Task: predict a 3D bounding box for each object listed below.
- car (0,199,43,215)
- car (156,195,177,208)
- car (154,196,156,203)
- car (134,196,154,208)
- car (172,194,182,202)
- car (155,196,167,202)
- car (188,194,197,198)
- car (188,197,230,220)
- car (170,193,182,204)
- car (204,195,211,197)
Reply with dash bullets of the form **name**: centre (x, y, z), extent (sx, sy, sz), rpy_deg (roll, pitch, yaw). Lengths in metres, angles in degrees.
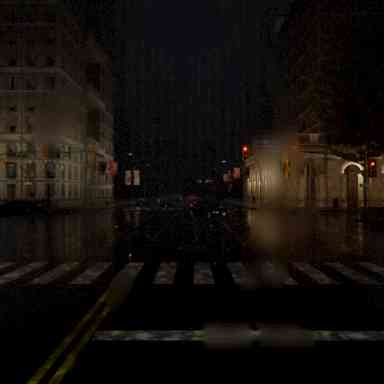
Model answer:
- **car**: centre (-17.587, 1.504, 33.195), extent (4.892, 1.490, 1.837), rpy_deg (0, 2, -10)
- **car**: centre (-3.634, 1.547, 48.342), extent (2.033, 1.411, 5.357), rpy_deg (0, 0, 0)
- **car**: centre (-7.097, 1.506, 62.657), extent (1.837, 1.490, 4.892), rpy_deg (0, 0, 1)
- **car**: centre (-7.134, 1.563, 48.121), extent (1.994, 1.385, 4.181), rpy_deg (0, 0, 0)
- **car**: centre (-3.401, 1.355, 76.776), extent (2.097, 1.767, 4.553), rpy_deg (0, 0, 1)
- **car**: centre (-6.918, 1.540, 75.023), extent (2.033, 1.411, 5.357), rpy_deg (0, 0, 1)
- **car**: centre (0.117, 1.279, 78.577), extent (2.097, 1.767, 4.553), rpy_deg (0, 0, 1)
- **car**: centre (1.375, 1.505, 28.453), extent (1.837, 1.490, 4.892), rpy_deg (-1, 1, -28)
- **car**: centre (-3.538, 1.223, 65.954), extent (2.150, 2.045, 5.566), rpy_deg (0, 0, 1)
- **car**: centre (3.617, 1.464, 78.575), extent (2.033, 1.411, 5.357), rpy_deg (0, 0, 1)
